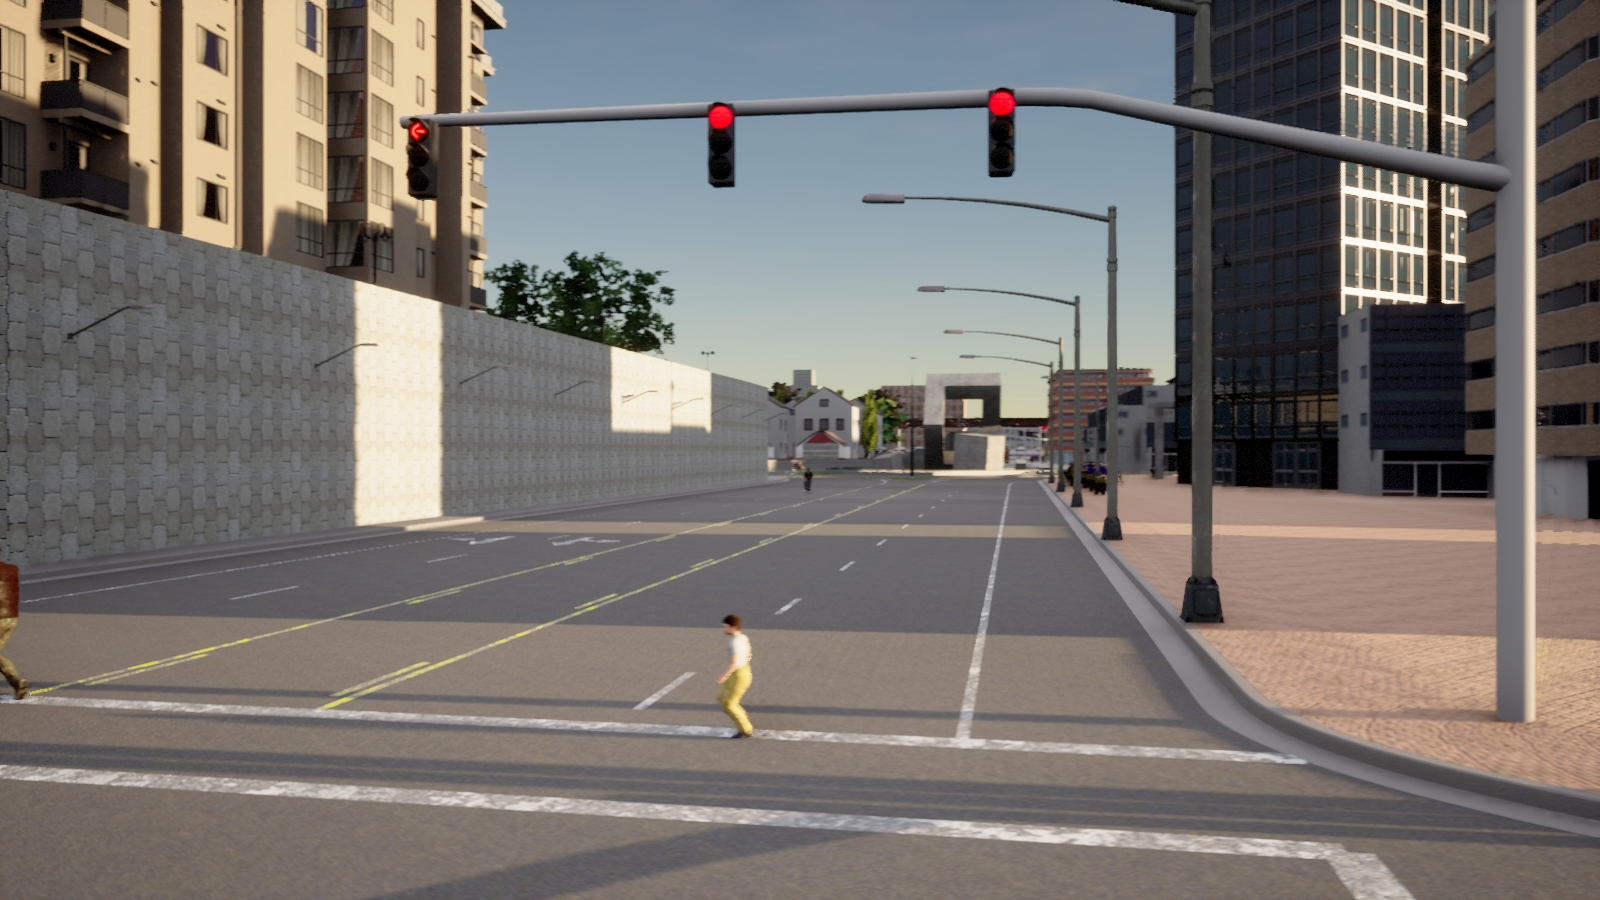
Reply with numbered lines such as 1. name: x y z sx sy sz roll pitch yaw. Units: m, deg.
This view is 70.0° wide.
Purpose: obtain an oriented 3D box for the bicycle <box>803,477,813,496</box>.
1. bicycle: 0.489 2.277 71.115 0.329 1.126 1.835 0 0 10

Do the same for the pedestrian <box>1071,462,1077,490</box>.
1. pedestrian: 18.465 1.744 77.004 0.375 1.860 0.375 0 0 11

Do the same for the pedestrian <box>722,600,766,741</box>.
1. pedestrian: -0.544 2.136 11.144 0.375 1.300 0.375 0 0 5
